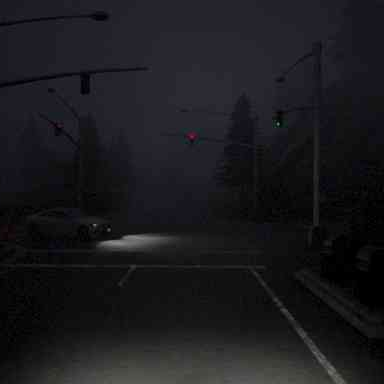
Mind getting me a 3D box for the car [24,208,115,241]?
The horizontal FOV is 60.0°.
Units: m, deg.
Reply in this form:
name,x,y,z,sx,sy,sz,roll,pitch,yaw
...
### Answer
name,x,y,z,sx,sy,sz,roll,pitch,yaw
car,-6.101,1.522,16.484,4.674,1.442,1.812,0,-1,20
